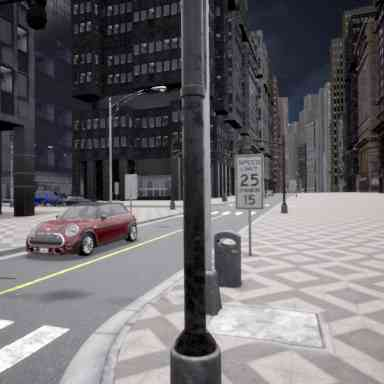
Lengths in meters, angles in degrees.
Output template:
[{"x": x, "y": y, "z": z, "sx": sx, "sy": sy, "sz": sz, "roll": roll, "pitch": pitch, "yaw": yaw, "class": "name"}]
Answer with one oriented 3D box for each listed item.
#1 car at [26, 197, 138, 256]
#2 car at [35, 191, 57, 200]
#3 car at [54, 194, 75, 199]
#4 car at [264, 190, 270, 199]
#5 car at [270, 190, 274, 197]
[{"x": -3.918, "y": 1.208, "z": 12.530, "sx": 2.097, "sy": 1.767, "sz": 4.553, "roll": -1, "pitch": 1, "yaw": 19, "class": "car"}, {"x": -20.382, "y": 0.925, "z": 44.370, "sx": 5.566, "sy": 2.045, "sz": 2.150, "roll": 0, "pitch": 0, "yaw": 19, "class": "car"}, {"x": -13.080, "y": 1.211, "z": 38.488, "sx": 4.718, "sy": 1.301, "sz": 1.895, "roll": -1, "pitch": 0, "yaw": 19, "class": "car"}, {"x": 12.389, "y": 0.583, "z": 60.374, "sx": 1.994, "sy": 1.385, "sz": 4.181, "roll": -1, "pitch": 1, "yaw": 19, "class": "car"}, {"x": 17.236, "y": 0.333, "z": 74.439, "sx": 2.128, "sy": 1.511, "sz": 4.902, "roll": -1, "pitch": 1, "yaw": 19, "class": "car"}]
